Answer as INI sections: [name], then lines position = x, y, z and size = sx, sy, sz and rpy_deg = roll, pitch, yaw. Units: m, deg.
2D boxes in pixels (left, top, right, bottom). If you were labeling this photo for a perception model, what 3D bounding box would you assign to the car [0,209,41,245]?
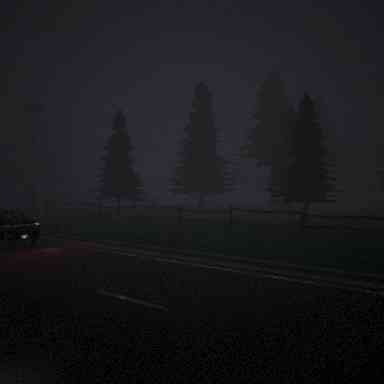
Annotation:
[car]
position = -8.391, 1.494, 14.151
size = 4.902, 1.511, 2.128
rpy_deg = 0, 0, 35
